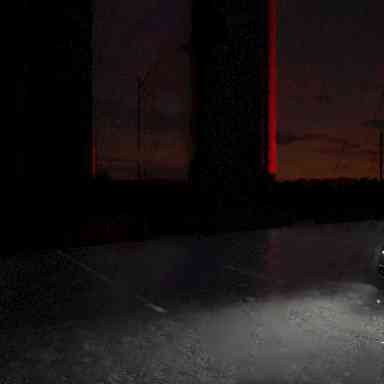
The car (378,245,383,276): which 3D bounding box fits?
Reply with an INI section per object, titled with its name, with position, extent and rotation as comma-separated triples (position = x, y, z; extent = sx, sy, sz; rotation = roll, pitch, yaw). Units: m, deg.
[car]
position = 6.854, 1.499, 8.866
extent = 4.902, 1.511, 2.128
rotation = 0, 0, -35
